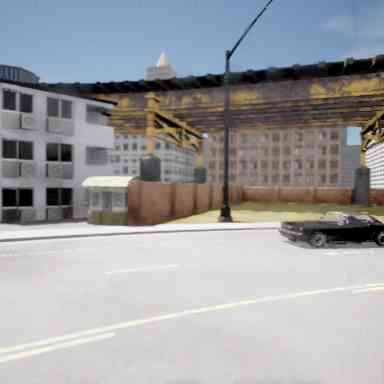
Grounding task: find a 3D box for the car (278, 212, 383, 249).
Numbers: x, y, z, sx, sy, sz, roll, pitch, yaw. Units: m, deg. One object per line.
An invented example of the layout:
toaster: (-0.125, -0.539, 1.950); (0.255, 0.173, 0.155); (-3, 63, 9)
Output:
car: (6.027, 1.488, 13.617); (4.718, 1.301, 1.895); (1, 1, -13)
